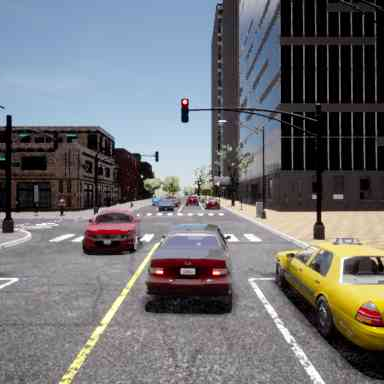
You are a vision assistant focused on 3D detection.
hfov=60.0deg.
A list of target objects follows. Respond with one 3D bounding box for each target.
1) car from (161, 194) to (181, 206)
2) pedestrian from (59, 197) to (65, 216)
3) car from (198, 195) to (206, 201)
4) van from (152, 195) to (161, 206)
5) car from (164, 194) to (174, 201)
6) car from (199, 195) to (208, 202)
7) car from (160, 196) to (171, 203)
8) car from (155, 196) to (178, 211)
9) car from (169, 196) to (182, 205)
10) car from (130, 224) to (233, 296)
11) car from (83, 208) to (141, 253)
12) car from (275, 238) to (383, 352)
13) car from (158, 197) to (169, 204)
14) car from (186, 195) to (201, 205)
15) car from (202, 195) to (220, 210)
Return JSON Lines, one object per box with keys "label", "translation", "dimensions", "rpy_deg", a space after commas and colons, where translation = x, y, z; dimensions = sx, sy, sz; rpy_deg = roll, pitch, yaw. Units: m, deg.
{"label": "car", "translation": [-3.113, 1.371, 51.013], "dimensions": [2.097, 1.767, 4.553], "rpy_deg": [0, 0, 0]}
{"label": "pedestrian", "translation": [-12.556, 1.369, 32.120], "dimensions": [0.375, 1.860, 0.375], "rpy_deg": [0, 0, 1]}
{"label": "car", "translation": [2.670, 1.580, 88.410], "dimensions": [1.887, 1.381, 4.507], "rpy_deg": [1, 0, 0]}
{"label": "van", "translation": [-5.696, 1.362, 55.212], "dimensions": [1.690, 1.788, 3.998], "rpy_deg": [1, 0, 0]}
{"label": "car", "translation": [-5.705, 1.348, 82.883], "dimensions": [2.192, 1.841, 5.009], "rpy_deg": [1, 0, 0]}
{"label": "car", "translation": [2.674, 1.556, 77.510], "dimensions": [1.752, 1.417, 4.829], "rpy_deg": [1, 0, 0]}
{"label": "car", "translation": [-5.705, 1.594, 71.815], "dimensions": [1.947, 1.339, 4.313], "rpy_deg": [1, 0, 0]}
{"label": "car", "translation": [-3.138, 1.562, 41.114], "dimensions": [2.033, 1.411, 5.357], "rpy_deg": [0, 0, -3]}
{"label": "car", "translation": [-3.088, 1.515, 61.390], "dimensions": [2.128, 1.511, 4.902], "rpy_deg": [0, 0, 0]}
{"label": "car", "translation": [0.072, 1.550, 8.803], "dimensions": [2.033, 1.411, 5.357], "rpy_deg": [0, 0, 3]}
{"label": "car", "translation": [-3.182, 1.482, 14.074], "dimensions": [1.882, 1.535, 5.008], "rpy_deg": [1, 0, -6]}
{"label": "car", "translation": [2.836, 1.527, 6.353], "dimensions": [1.752, 1.417, 4.829], "rpy_deg": [1, 0, 0]}
{"label": "car", "translation": [-5.703, 1.608, 66.280], "dimensions": [1.802, 1.307, 4.206], "rpy_deg": [1, 0, 0]}
{"label": "car", "translation": [0.077, 1.374, 57.743], "dimensions": [2.097, 1.767, 4.553], "rpy_deg": [0, 0, 0]}
{"label": "car", "translation": [2.687, 1.456, 44.131], "dimensions": [1.967, 1.590, 4.097], "rpy_deg": [1, 0, 0]}
